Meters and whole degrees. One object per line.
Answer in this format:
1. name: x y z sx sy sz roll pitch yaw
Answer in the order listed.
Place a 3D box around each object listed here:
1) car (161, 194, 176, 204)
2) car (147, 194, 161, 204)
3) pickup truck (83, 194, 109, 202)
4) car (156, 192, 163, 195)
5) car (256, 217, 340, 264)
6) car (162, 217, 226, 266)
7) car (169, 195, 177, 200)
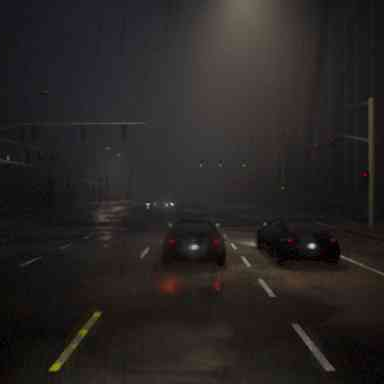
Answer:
1. car: -4.561 1.611 68.147 2.128 1.511 4.902 0 0 -1
2. car: -8.057 1.621 68.013 1.812 1.442 4.674 0 0 -1
3. pickup truck: -21.281 1.165 74.434 2.390 2.098 6.274 0 0 30
4. car: -8.314 1.042 84.397 2.150 2.045 5.566 0 0 -1
5. car: 3.565 1.581 11.897 1.994 1.385 4.181 0 0 0
6. car: 0.065 1.581 11.684 1.994 1.385 4.181 0 0 0
7. car: -4.815 1.412 84.452 1.895 1.301 4.718 0 0 -1
